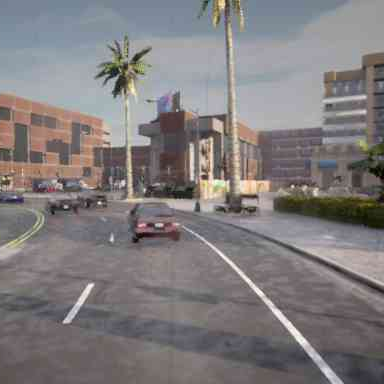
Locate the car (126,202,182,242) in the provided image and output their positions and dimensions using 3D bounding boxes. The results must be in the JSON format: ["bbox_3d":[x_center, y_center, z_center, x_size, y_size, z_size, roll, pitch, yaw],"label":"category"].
[{"bbox_3d":[-1.728,1.139,14.092,2.033,1.411,5.357,0,2,-13],"label":"car"}]

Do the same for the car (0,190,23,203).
[{"bbox_3d":[-20.803,0.496,37.602,4.181,1.385,1.994,1,2,41],"label":"car"}]

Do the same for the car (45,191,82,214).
[{"bbox_3d":[-9.901,0.806,25.141,1.812,1.442,4.674,-1,2,-29],"label":"car"}]

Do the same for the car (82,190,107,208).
[{"bbox_3d":[-9.335,0.628,30.616,1.837,1.490,4.892,-1,2,-35],"label":"car"}]
